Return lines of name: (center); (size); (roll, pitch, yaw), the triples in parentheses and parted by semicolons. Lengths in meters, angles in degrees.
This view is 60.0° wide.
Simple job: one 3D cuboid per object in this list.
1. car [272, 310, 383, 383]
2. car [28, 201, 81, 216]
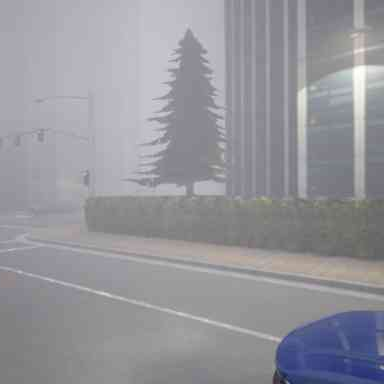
car: (2.945, 1.472, 1.895); (5.008, 1.535, 1.882); (0, 0, 36)
car: (-14.558, 1.691, 35.558); (2.033, 1.411, 5.357); (0, 0, 36)
